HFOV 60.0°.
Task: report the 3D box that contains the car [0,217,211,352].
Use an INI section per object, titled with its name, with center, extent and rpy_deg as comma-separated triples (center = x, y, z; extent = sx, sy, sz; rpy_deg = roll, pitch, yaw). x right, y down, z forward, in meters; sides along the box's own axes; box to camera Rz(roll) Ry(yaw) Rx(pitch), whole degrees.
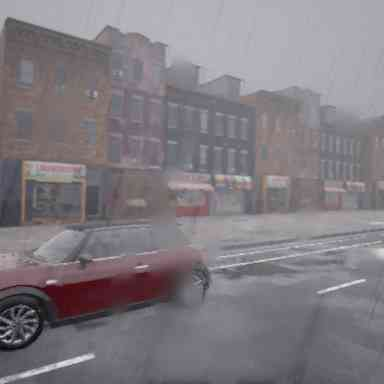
[car]
center = -1.899, 1.367, 6.315
extent = 4.553, 1.767, 2.097
rpy_deg = 1, 0, -35
